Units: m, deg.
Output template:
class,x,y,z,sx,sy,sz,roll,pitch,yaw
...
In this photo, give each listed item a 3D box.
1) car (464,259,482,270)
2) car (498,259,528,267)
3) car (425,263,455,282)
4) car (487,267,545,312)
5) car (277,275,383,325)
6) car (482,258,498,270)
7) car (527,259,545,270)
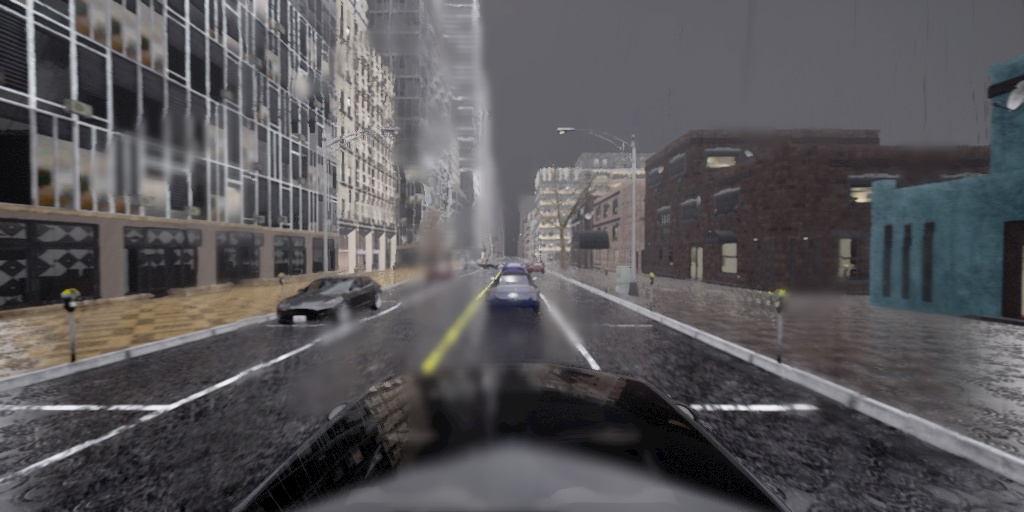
class,x,y,z,sx,sy,sz,roll,pitch,yaw
car,-5.789,1.254,51.307,2.007,1.370,4.403,0,0,0
car,0.081,1.200,30.305,1.882,1.535,5.008,0,0,0
car,-5.688,1.269,28.732,1.888,1.381,4.507,0,0,0
car,0.076,1.301,14.185,1.994,1.385,4.181,0,0,0
car,-5.690,1.306,11.801,1.948,1.339,4.313,0,0,0
car,-3.068,1.055,51.978,2.097,1.767,4.553,0,0,0
car,2.728,1.296,39.961,1.802,1.307,4.207,0,0,0
